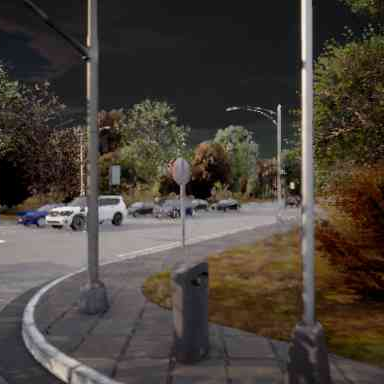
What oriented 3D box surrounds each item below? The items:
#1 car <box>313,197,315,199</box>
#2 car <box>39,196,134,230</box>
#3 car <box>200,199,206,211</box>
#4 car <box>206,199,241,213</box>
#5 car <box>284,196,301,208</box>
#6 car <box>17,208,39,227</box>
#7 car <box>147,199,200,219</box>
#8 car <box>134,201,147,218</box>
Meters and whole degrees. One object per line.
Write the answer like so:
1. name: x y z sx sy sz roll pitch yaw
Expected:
1. car: 20.692 1.551 58.453 2.128 1.511 4.902 0 0 32
2. car: -6.733 1.285 21.924 2.150 2.045 5.566 0 0 32
3. car: 0.462 1.605 39.849 1.812 1.442 4.674 0 0 32
4. car: 4.008 1.545 38.924 1.882 1.535 5.008 0 0 32
5. car: 15.521 1.410 50.253 2.097 1.767 4.553 0 0 32
6. car: -9.773 1.553 23.657 1.882 1.535 5.008 0 0 32
7. car: -1.569 1.417 30.104 2.097 1.767 4.553 0 0 32
8. car: -4.824 1.603 31.504 1.812 1.442 4.674 0 0 32
